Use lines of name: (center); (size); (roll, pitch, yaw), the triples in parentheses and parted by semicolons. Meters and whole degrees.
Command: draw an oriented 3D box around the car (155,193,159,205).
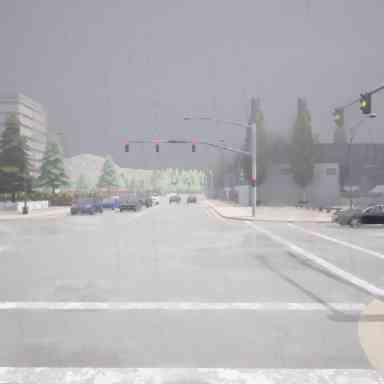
car: (-7.089, 1.221, 59.060); (2.150, 2.045, 5.566); (0, 0, 1)

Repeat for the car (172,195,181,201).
car: (-3.540, 1.407, 76.841); (1.994, 1.385, 4.181); (0, 0, 0)

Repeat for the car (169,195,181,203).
car: (-3.534, 1.505, 66.471); (1.837, 1.490, 4.892); (0, 0, 0)

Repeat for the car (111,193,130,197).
car: (-10.612, 1.352, 51.624); (2.097, 1.767, 4.553); (0, 0, 0)

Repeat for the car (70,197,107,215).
car: (-10.675, 1.352, 33.973); (2.097, 1.767, 4.553); (0, 0, 2)

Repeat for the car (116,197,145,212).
car: (-7.104, 1.601, 38.665); (1.895, 1.301, 4.718); (0, 0, 0)

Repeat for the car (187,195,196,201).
car: (-0.040, 1.407, 76.843); (1.994, 1.385, 4.181); (0, 0, 0)

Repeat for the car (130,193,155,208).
car: (-7.100, 1.221, 48.403); (2.150, 2.045, 5.566); (0, 0, 0)

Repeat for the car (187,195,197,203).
car: (-0.034, 1.477, 66.473); (1.882, 1.535, 5.008); (0, 0, 0)

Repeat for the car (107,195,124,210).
car: (-10.613, 1.477, 43.108); (1.882, 1.535, 5.008); (0, 0, 0)

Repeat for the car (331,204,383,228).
car: (11.537, 1.491, 21.338); (4.902, 1.511, 2.128); (0, 0, -1)

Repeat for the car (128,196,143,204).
car: (-10.584, 1.563, 62.634); (1.994, 1.385, 4.181); (0, 0, 0)
